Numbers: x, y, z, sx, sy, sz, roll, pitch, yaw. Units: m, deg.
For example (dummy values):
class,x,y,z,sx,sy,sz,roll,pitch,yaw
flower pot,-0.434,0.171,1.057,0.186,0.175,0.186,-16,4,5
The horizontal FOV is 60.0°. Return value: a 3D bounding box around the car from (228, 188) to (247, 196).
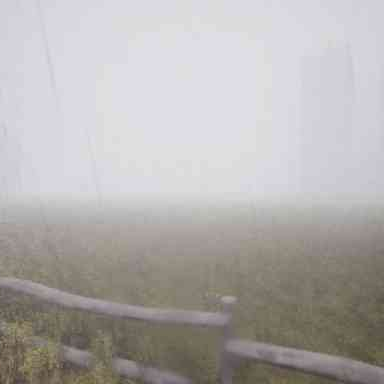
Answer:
class,x,y,z,sx,sy,sz,roll,pitch,yaw
car,11.290,0.121,82.094,4.611,1.667,2.242,0,1,27
